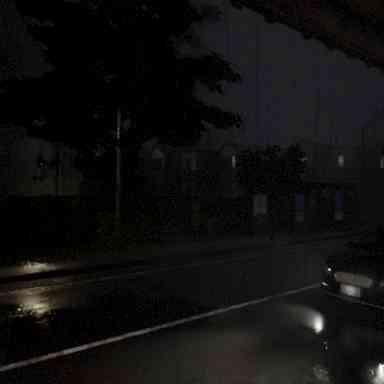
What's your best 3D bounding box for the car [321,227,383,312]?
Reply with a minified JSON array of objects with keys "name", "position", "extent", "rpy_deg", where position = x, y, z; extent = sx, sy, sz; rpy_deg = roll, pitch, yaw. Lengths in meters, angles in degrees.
[{"name":"car","position":[4.877,1.548,7.488],"extent":[4.902,1.511,2.128],"rpy_deg":[1,0,-36]}]
